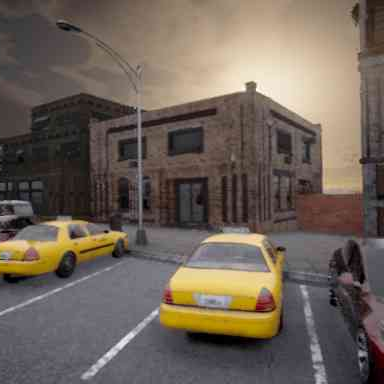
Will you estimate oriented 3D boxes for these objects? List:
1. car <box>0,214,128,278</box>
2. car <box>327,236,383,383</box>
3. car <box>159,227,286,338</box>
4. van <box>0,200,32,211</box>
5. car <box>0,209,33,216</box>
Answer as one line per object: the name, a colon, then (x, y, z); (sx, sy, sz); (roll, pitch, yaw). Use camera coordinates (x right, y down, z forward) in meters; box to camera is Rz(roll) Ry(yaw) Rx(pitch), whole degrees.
car: (-3.797, 1.526, 10.393); (1.946, 1.575, 5.366); (0, -1, 16)
car: (3.291, 1.515, 5.063); (2.163, 1.488, 4.792); (0, -1, 16)
car: (0.968, 1.498, 6.981); (1.946, 1.575, 5.366); (0, -1, 16)
van: (-8.649, 1.326, 13.513); (1.878, 1.987, 4.442); (0, -1, 15)
car: (-6.229, 1.570, 11.949); (2.163, 1.488, 4.792); (0, -1, 16)
